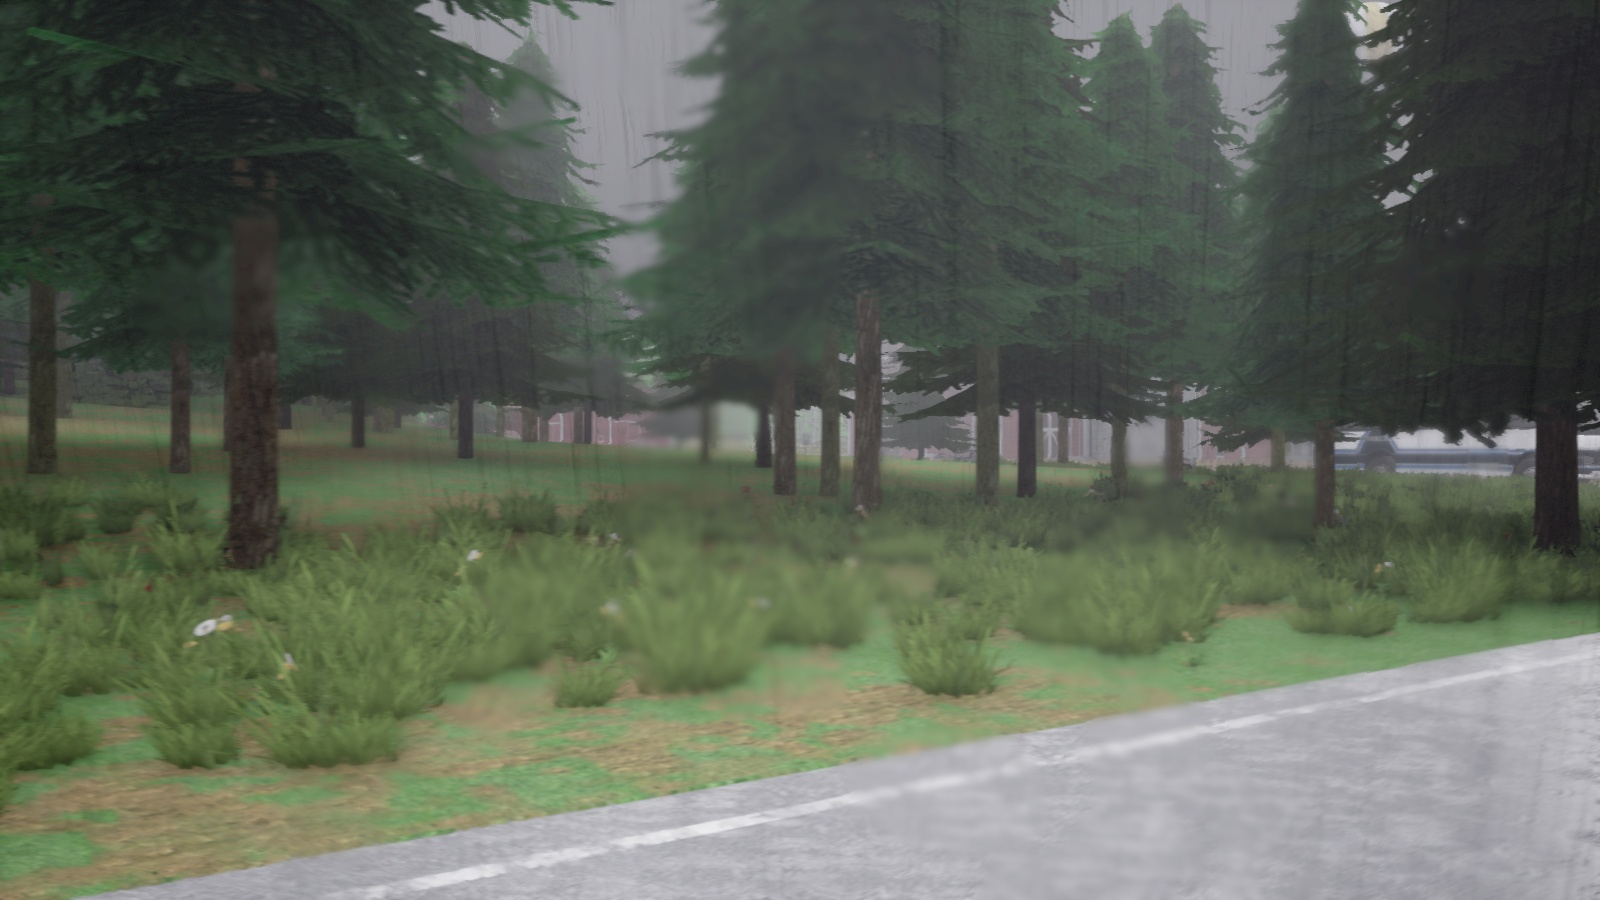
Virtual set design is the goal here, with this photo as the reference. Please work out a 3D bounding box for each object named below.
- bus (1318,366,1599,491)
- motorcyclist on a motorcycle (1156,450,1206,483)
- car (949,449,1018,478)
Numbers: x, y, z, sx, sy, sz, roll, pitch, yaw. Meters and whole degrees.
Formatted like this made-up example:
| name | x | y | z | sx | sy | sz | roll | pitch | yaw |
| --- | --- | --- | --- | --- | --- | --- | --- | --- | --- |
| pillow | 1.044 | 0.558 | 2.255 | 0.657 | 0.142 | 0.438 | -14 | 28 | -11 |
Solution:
| name | x | y | z | sx | sy | sz | roll | pitch | yaw |
| --- | --- | --- | --- | --- | --- | --- | --- | --- | --- |
| bus | 25.559 | -0.708 | 47.831 | 3.944 | 4.253 | 10.273 | 0 | 0 | -34 |
| motorcyclist on a motorcycle | 17.908 | 0.747 | 59.051 | 0.866 | 1.530 | 2.191 | 0 | 0 | -34 |
| car | 10.240 | 0.734 | 70.294 | 1.789 | 1.549 | 3.705 | 0 | 0 | -34 |
